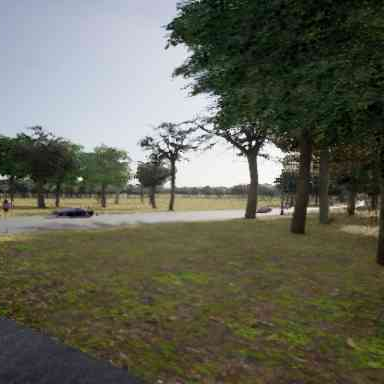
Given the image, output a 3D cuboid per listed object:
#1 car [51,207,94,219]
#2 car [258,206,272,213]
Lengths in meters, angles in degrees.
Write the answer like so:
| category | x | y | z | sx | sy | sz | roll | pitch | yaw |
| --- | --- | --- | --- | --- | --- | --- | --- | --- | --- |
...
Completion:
| category | x | y | z | sx | sy | sz | roll | pitch | yaw |
| --- | --- | --- | --- | --- | --- | --- | --- | --- | --- |
| car | -13.796 | 2.355 | 38.507 | 1.895 | 1.301 | 4.718 | 1 | -1 | 36 |
| car | 15.186 | 3.596 | 68.793 | 1.994 | 1.385 | 4.181 | 1 | -1 | 29 |
